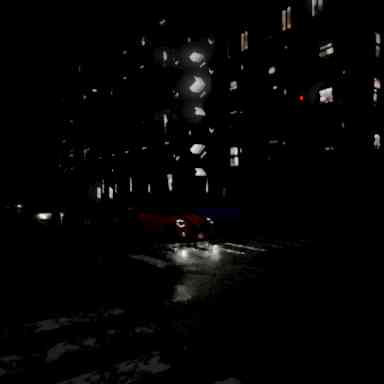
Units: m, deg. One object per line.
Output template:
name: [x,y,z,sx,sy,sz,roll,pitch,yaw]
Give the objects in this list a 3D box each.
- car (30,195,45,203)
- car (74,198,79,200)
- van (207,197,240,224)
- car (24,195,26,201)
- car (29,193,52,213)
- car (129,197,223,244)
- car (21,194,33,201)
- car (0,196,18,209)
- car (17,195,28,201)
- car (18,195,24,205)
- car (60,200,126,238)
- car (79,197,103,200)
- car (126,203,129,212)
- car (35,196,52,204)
car: [-31.786,1.429,68.261,2.008,1.369,4.403,-1,0,-36]
car: [-15.176,1.420,45.333,1.887,1.381,4.507,-1,0,-36]
van: [1.431,1.237,22.409,1.690,1.788,3.998,-1,0,-36]
car: [-35.109,1.423,72.847,1.887,1.381,4.507,-1,0,-36]
car: [-16.251,1.172,37.110,2.150,2.045,5.566,-1,1,-36]
car: [-0.933,1.307,15.970,2.097,1.767,4.553,-1,0,-36]
car: [-38.431,1.321,77.430,1.967,1.590,4.097,-1,0,-36]
car: [-25.296,1.545,45.019,1.802,1.307,4.206,-1,0,-36]
car: [-41.753,1.467,82.017,1.802,1.307,4.206,-1,0,-36]
car: [-30.613,1.420,56.942,1.812,1.442,4.674,-1,0,-36]
car: [-5.366,1.423,17.509,1.967,1.590,4.097,-1,0,-36]
car: [-11.855,1.420,40.749,1.887,1.381,4.507,-1,0,-36]
car: [-5.312,1.406,31.718,1.752,1.417,4.829,-1,0,-36]
car: [-28.465,1.428,63.676,2.008,1.369,4.403,-1,0,-36]
